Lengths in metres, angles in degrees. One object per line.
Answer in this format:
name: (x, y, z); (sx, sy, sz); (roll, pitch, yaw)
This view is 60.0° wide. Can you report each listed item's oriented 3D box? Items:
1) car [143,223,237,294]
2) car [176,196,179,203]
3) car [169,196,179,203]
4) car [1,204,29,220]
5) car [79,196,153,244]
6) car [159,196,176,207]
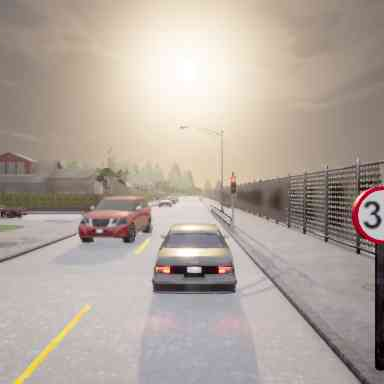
car: (0.066, 1.547, 8.921); (2.033, 1.411, 5.357); (0, 0, 1)
car: (-3.979, 1.478, 61.606); (1.882, 1.535, 5.008); (0, 0, 0)
car: (-3.901, 1.553, 71.610); (1.994, 1.385, 4.181); (0, 0, 0)
car: (-16.224, 1.601, 27.571); (4.718, 1.301, 1.895); (0, 0, 0)
car: (-3.430, 1.221, 16.167); (2.150, 2.045, 5.566); (0, 0, 6)
car: (-4.025, 1.547, 51.761); (2.033, 1.411, 5.357); (0, 0, 0)
